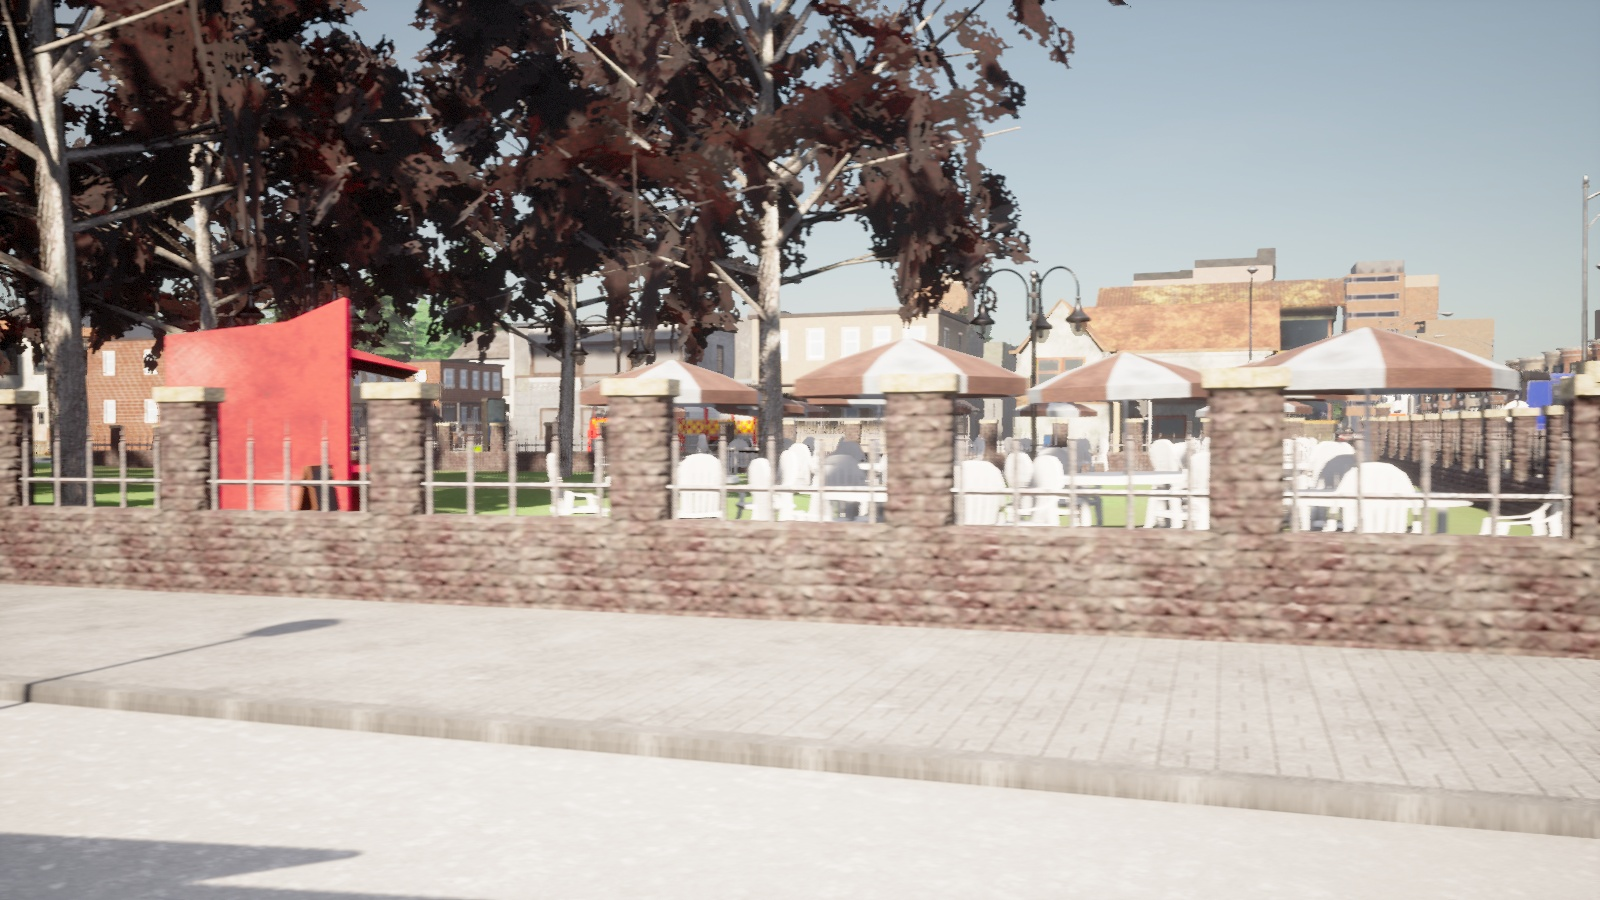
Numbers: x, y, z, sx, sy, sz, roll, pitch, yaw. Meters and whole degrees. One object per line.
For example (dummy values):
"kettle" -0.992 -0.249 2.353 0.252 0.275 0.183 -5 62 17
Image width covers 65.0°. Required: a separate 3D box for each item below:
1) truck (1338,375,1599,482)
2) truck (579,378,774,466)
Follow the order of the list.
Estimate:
"truck" 23.072 -0.769 43.608 7.936 3.462 2.891 1 1 26
"truck" -5.659 -1.282 57.586 8.468 3.827 2.891 1 1 19
